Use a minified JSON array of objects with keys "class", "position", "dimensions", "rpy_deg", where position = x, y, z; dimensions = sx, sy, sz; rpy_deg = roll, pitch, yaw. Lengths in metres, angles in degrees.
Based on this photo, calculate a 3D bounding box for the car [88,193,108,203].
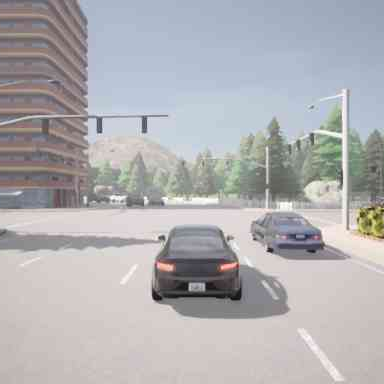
[{"class":"car","position":[-18.879,1.202,66.930],"dimensions":[5.566,2.045,2.150],"rpy_deg":[0,0,41]}]

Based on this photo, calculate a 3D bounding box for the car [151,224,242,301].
[{"class":"car","position":[0.104,1.523,8.208],"dimensions":[1.812,1.442,4.674],"rpy_deg":[0,0,0]}]

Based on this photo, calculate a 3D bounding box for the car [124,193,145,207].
[{"class":"car","position":[-8.556,1.206,50.195],"dimensions":[2.150,2.045,5.566],"rpy_deg":[0,0,-17]}]

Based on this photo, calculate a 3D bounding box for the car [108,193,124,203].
[{"class":"car","position":[-14.060,1.200,67.137],"dimensions":[2.150,2.045,5.566],"rpy_deg":[0,0,-43]}]

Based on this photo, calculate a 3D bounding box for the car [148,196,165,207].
[{"class":"car","position":[-5.640,1.489,52.522],"dimensions":[1.837,1.490,4.892],"rpy_deg":[0,0,-20]}]

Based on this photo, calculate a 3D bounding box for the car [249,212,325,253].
[{"class":"car","position":[3.660,1.543,13.677],"dimensions":[2.033,1.411,5.357],"rpy_deg":[0,0,1]}]

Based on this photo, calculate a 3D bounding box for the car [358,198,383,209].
[{"class":"car","position":[19.990,1.397,34.992],"dimensions":[4.553,1.767,2.097],"rpy_deg":[0,0,1]}]
